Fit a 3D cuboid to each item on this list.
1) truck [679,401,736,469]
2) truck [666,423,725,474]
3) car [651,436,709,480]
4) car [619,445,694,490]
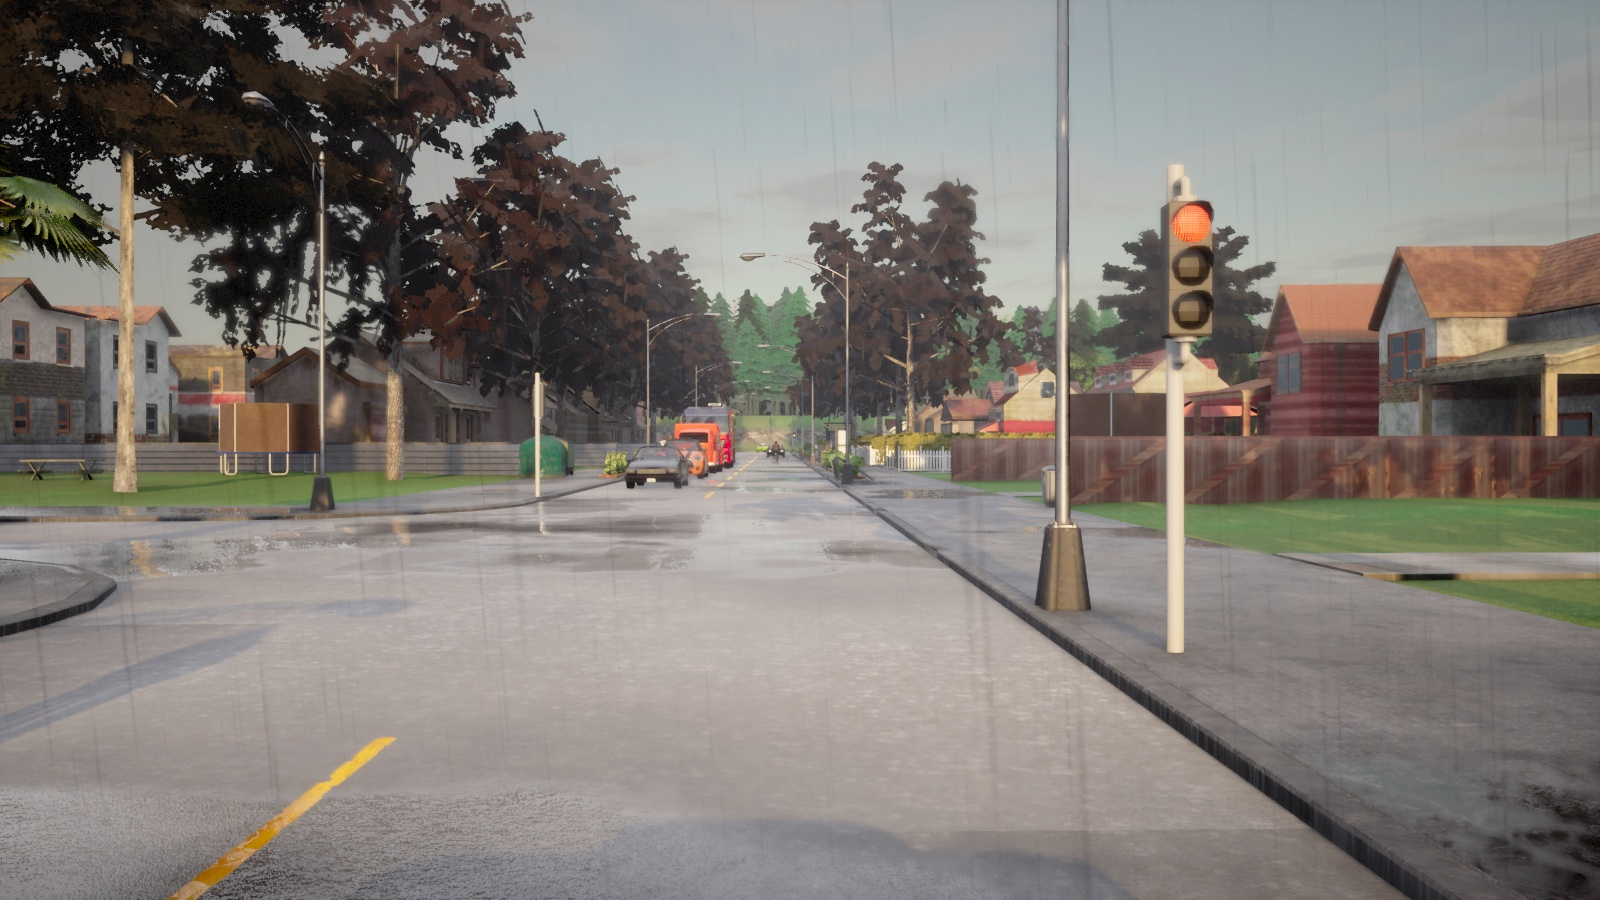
[{"bbox_3d":[-5.423,-0.846,74.966,2.891,3.827,8.468,0,0,-1],"label":"truck"},{"bbox_3d":[-5.189,-0.100,63.075,2.627,2.467,5.204,0,0,-1],"label":"truck"},{"bbox_3d":[-4.985,0.303,52.843,2.097,1.767,4.553,0,0,-1],"label":"car"},{"bbox_3d":[-4.789,0.549,42.690,2.033,1.411,5.357,0,0,-1],"label":"car"}]
